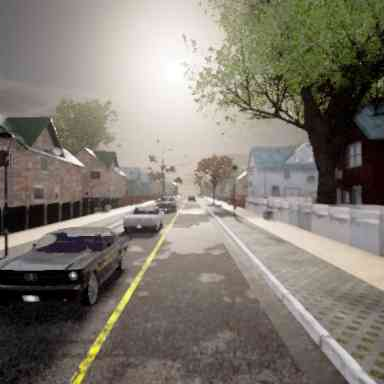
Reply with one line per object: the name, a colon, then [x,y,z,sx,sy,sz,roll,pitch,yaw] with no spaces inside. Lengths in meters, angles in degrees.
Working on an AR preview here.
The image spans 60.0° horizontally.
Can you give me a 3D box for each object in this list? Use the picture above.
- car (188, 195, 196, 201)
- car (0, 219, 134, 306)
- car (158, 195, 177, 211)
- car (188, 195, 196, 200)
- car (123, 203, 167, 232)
car: [-0.046,1.351,73.711,2.033,1.411,5.357,0,0,0]
car: [-2.846,1.572,8.089,1.895,1.301,4.718,0,0,0]
car: [-2.772,1.298,37.782,2.097,1.767,4.553,0,0,0]
car: [-0.052,1.318,84.165,1.895,1.301,4.718,0,0,0]
car: [-2.807,1.531,19.896,1.895,1.301,4.718,0,0,1]
